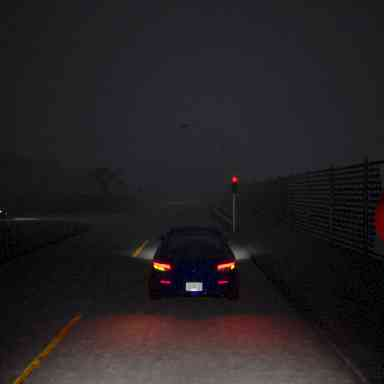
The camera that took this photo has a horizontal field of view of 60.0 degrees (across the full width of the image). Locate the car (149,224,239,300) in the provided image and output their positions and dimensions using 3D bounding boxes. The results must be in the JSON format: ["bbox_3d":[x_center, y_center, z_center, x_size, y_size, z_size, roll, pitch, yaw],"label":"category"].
[{"bbox_3d":[0.058,1.526,8.244,1.812,1.442,4.674,0,0,1],"label":"car"}]

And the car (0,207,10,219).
[{"bbox_3d":[-17.437,1.505,27.050,4.892,1.490,1.837,0,0,0],"label":"car"}]
